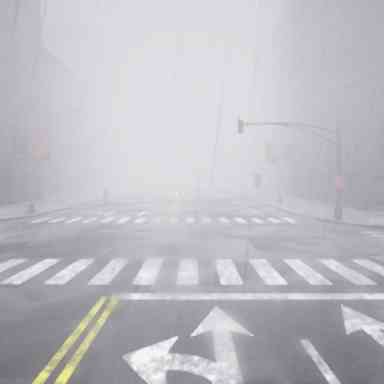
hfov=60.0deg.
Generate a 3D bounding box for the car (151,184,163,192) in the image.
[{"bbox_3d":[-6.500,-0.747,62.556,1.812,1.442,4.674,0,3,0],"label":"car"}]

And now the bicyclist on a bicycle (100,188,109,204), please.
[{"bbox_3d":[-8.731,0.416,33.381,0.866,1.612,1.509,0,2,0],"label":"bicyclist on a bicycle"}]

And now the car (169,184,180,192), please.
[{"bbox_3d":[-3.250,-0.781,62.555,2.128,1.511,4.902,0,3,0],"label":"car"}]
